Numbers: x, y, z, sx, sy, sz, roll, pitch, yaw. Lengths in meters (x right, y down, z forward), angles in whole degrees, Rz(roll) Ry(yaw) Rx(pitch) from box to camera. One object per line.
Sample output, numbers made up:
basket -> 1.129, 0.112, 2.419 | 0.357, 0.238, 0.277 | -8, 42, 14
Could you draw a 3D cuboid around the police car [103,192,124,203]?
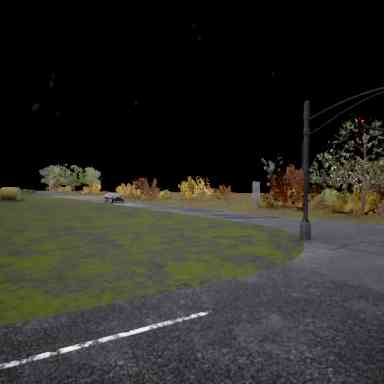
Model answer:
police car -> -11.701, 0.766, 49.684 | 1.930, 1.638, 5.238 | 2, 0, -32
